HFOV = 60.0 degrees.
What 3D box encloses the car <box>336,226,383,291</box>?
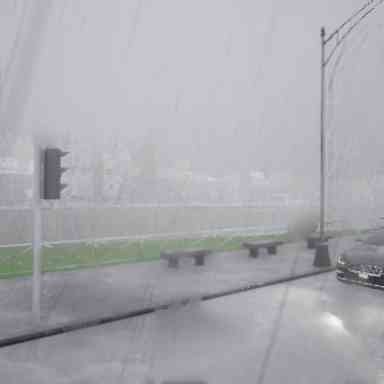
[{"bbox_3d":[5.785,1.654,8.871,4.892,1.490,1.837,1,-1,-36],"label":"car"}]
